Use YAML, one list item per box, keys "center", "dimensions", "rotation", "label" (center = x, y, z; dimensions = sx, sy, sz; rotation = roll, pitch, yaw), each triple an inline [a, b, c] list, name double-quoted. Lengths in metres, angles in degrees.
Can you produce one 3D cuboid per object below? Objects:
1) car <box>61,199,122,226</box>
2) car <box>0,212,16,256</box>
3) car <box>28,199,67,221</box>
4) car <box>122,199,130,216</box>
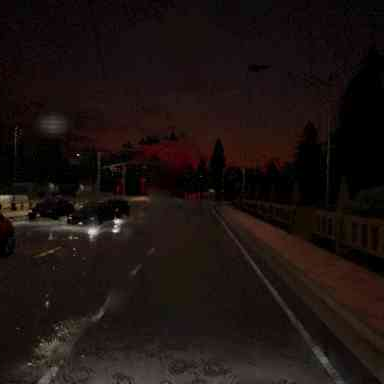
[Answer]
- center: [-6.509, 1.398, 22.223]
  dimensions: [2.033, 1.411, 5.357]
  rotation: [2, 1, 1]
  label: "car"
- center: [-6.912, 1.155, 9.097]
  dimensions: [2.097, 1.767, 4.553]
  rotation: [2, 0, 1]
  label: "car"
- center: [-10.036, 1.235, 24.161]
  dimensions: [1.812, 1.442, 4.674]
  rotation: [2, 0, 1]
  label: "car"
- center: [-6.444, 1.326, 27.637]
  dimensions: [1.837, 1.490, 4.892]
  rotation: [1, 0, 2]
  label: "car"
